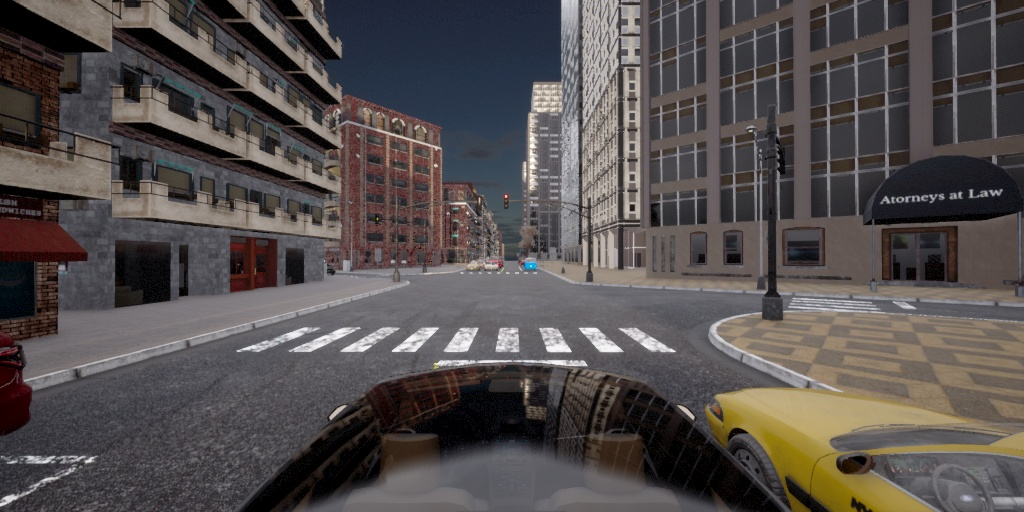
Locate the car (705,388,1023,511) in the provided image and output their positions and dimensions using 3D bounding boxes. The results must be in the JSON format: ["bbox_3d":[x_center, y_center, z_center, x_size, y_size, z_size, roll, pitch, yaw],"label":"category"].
[{"bbox_3d":[2.566,1.275,1.271,1.751,1.417,4.829,0,0,0],"label":"car"}]

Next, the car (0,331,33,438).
[{"bbox_3d":[-5.314,1.065,1.092,2.192,1.841,5.009,0,0,0],"label":"car"}]

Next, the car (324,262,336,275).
[{"bbox_3d":[-22.364,1.456,41.790,4.892,1.490,1.837,-1,-1,41],"label":"car"}]

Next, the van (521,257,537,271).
[{"bbox_3d":[2.549,1.136,50.094,1.690,1.789,3.998,0,0,0],"label":"van"}]

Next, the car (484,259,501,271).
[{"bbox_3d":[-2.865,1.397,50.205,1.895,1.301,4.718,0,0,-2],"label":"car"}]

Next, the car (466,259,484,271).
[{"bbox_3d":[-5.331,1.321,49.921,1.751,1.417,4.829,0,0,0],"label":"car"}]

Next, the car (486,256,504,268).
[{"bbox_3d":[-2.851,1.038,59.713,2.150,2.045,5.566,0,0,0],"label":"car"}]
